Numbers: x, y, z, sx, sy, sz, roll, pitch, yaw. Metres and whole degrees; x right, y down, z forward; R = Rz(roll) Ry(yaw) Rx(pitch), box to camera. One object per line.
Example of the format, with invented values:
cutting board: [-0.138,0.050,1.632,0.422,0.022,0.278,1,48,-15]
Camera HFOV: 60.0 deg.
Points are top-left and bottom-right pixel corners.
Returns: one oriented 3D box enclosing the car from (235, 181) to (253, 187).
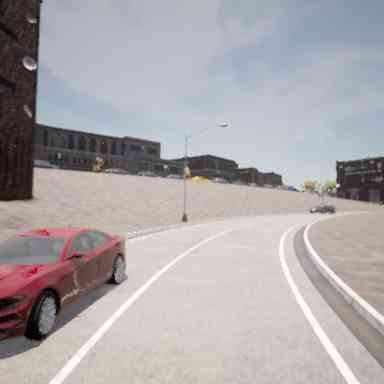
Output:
car: [9.835,-1.411,69.497,4.792,1.488,2.163,4,-5,-42]

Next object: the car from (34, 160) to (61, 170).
car: [-20.214,-3.405,45.046,4.553,1.767,2.185,3,-5,-37]

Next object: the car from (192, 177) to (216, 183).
car: [1.443,-2.027,62.028,5.008,1.535,2.097,4,-5,-40]

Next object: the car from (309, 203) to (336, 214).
car: [17.877,2.246,45.500,4.902,1.511,2.128,2,-4,-41]

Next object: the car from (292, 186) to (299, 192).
car: [25.422,-0.403,85.249,2.435,2.045,5.566,-3,-6,43]

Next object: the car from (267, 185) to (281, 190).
car: [17.688,-0.845,77.094,4.892,1.521,2.231,4,-6,-45]

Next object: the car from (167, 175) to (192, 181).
car: [-2.817,-2.267,58.481,4.674,1.452,2.002,4,-5,-39]

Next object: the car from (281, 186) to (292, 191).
car: [21.601,-0.637,81.147,2.185,1.767,4.553,-4,-6,44]

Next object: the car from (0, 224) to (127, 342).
car: [-2.912,1.492,6.849,1.882,1.535,5.008,0,0,8]

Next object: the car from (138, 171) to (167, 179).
car: [-7.152,-2.576,55.031,4.892,1.521,2.231,3,-5,-38]

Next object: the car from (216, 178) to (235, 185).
car: [5.608,-1.867,65.656,4.553,1.767,2.185,4,-5,-41]

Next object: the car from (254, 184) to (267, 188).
car: [13.837,-1.104,73.286,4.674,1.452,2.002,4,-6,-43]

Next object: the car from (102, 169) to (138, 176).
car: [-11.528,-2.820,51.676,4.892,1.521,2.231,3,-5,-37]
